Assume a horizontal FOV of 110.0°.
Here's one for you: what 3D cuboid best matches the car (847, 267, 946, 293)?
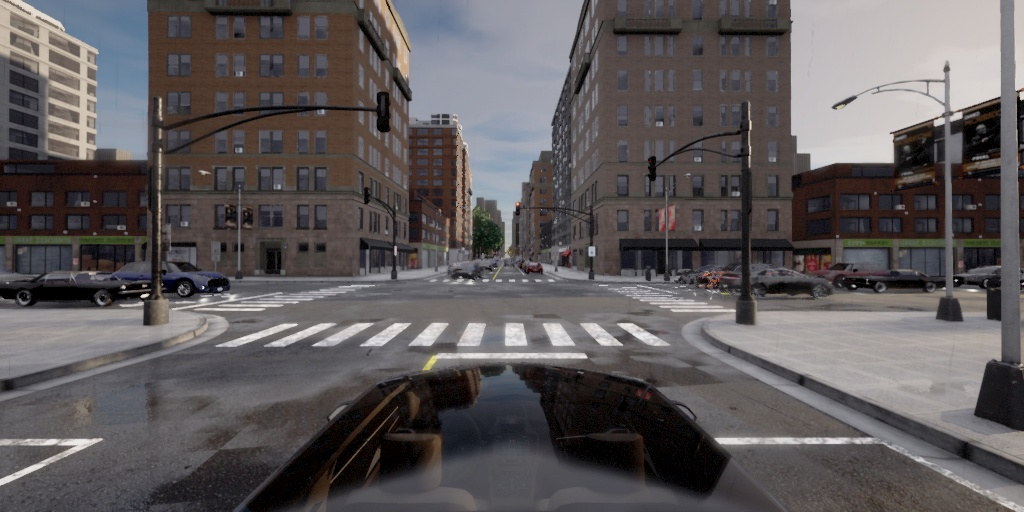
[{"bbox_3d":[22.365,1.468,21.169,4.718,1.301,1.895,0,0,-1],"label":"car"}]

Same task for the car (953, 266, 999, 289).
[{"bbox_3d":[32.755,1.445,24.500,4.892,1.490,1.837,0,0,0],"label":"car"}]

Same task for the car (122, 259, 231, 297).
[{"bbox_3d":[-16.456,1.022,17.416,4.553,1.767,2.097,0,0,-1],"label":"car"}]

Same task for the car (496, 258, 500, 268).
[{"bbox_3d":[-3.569,1.177,61.908,2.097,1.767,4.553,0,-1,0],"label":"car"}]

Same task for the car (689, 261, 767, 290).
[{"bbox_3d":[13.379,1.179,21.095,4.553,1.767,2.097,0,0,-1],"label":"car"}]

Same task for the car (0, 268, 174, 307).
[{"bbox_3d":[-16.674,1.244,14.131,4.718,1.301,1.895,0,0,0],"label":"car"}]

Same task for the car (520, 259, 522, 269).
[{"bbox_3d":[2.372,1.350,45.372,1.948,1.339,4.313,0,0,-1],"label":"car"}]

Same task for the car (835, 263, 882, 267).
[{"bbox_3d":[22.871,1.247,24.424,4.553,1.767,2.097,0,0,-1],"label":"car"}]

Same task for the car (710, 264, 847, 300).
[{"bbox_3d":[12.926,1.289,17.656,4.902,1.511,2.128,0,0,0],"label":"car"}]

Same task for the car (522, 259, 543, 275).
[{"bbox_3d":[2.438,1.321,39.865,1.888,1.381,4.507,0,0,-1],"label":"car"}]

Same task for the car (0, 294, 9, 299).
[{"bbox_3d":[-5.855,1.190,1.406,1.967,1.591,4.097,0,0,0],"label":"car"}]

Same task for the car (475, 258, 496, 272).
[{"bbox_3d":[-3.406,1.290,46.313,1.837,1.490,4.892,0,0,-1],"label":"car"}]

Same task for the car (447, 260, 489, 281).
[{"bbox_3d":[-3.709,1.312,30.789,2.033,1.411,5.357,0,0,6],"label":"car"}]

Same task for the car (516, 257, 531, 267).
[{"bbox_3d":[2.239,1.122,56.385,2.192,1.841,5.009,0,0,-1],"label":"car"}]

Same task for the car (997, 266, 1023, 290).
[{"bbox_3d":[32.304,1.476,21.247,4.181,1.385,1.994,0,0,-1],"label":"car"}]

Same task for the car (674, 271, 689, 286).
[{"bbox_3d":[13.677,1.345,24.363,4.902,1.511,2.128,0,0,0],"label":"car"}]

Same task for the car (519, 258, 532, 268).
[{"bbox_3d":[2.303,1.320,51.048,1.751,1.417,4.829,0,0,-1],"label":"car"}]

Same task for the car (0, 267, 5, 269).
[{"bbox_3d":[-25.930,1.180,17.307,5.357,1.411,2.033,0,0,-1],"label":"car"}]
